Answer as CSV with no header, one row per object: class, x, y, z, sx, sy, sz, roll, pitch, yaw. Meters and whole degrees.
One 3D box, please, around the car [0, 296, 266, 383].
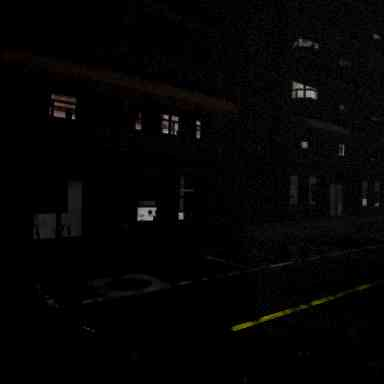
car,-1.631,1.477,2.116,5.008,1.535,1.882,0,0,-35
